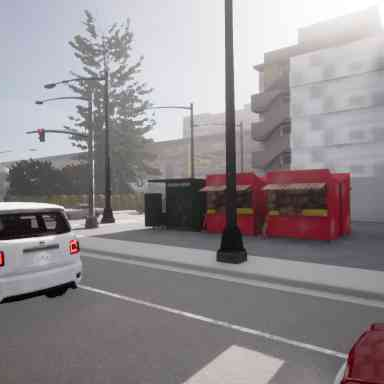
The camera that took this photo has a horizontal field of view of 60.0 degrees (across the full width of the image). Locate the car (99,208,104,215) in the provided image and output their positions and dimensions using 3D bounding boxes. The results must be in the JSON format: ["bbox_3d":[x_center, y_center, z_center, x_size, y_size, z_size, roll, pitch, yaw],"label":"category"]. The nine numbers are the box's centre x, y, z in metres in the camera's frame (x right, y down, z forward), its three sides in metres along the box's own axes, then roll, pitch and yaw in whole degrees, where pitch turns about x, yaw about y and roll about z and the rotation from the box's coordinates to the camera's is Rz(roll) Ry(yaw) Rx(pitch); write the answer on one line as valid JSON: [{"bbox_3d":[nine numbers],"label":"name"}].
[{"bbox_3d":[-10.122,1.732,29.407,1.895,1.301,4.718,-1,-1,36],"label":"car"}]

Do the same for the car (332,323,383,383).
[{"bbox_3d":[3.232,1.601,1.679,4.718,1.301,1.895,0,0,35],"label":"car"}]

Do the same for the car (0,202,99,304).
[{"bbox_3d":[-4.784,1.234,7.361,5.566,2.045,2.150,0,0,36],"label":"car"}]

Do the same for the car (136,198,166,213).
[{"bbox_3d":[-4.161,1.482,37.621,2.097,1.767,4.553,-1,-1,36],"label":"car"}]
